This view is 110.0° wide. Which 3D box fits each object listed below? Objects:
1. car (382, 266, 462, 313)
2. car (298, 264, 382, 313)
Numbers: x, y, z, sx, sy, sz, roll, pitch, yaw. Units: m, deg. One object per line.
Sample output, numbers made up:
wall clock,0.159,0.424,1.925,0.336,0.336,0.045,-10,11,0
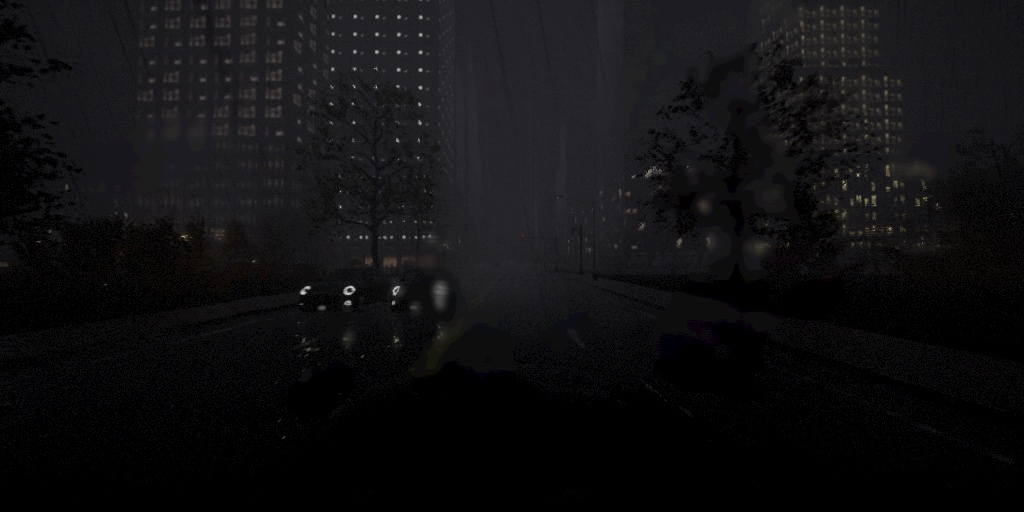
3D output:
car,-3.343,1.240,14.687,2.097,1.767,4.553,0,-1,0
car,-6.593,1.240,14.691,2.097,1.767,4.553,0,-1,0
